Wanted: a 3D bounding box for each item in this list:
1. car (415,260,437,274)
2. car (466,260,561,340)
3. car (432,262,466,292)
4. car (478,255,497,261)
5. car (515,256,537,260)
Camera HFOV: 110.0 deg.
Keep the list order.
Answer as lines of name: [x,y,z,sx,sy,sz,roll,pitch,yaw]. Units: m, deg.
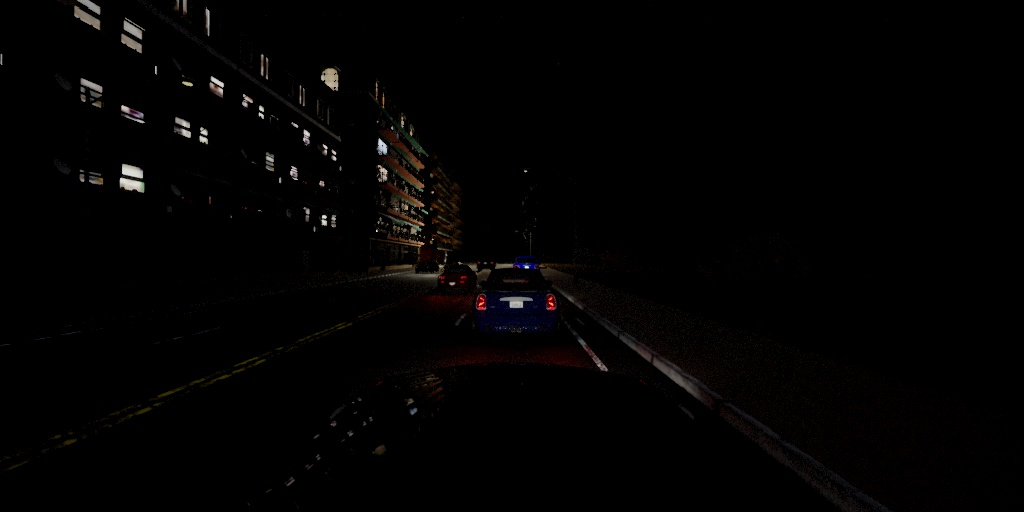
car: [-9.848,1.231,41.719,1.882,1.535,5.008,0,0,0]
car: [0.099,1.103,10.137,2.097,1.767,4.553,0,0,0]
car: [-3.151,1.279,21.186,1.812,1.442,4.674,0,0,0]
car: [-3.143,0.968,44.854,2.150,2.045,5.566,0,-1,0]
car: [1.139,0.979,30.091,2.150,2.045,5.566,0,0,0]
